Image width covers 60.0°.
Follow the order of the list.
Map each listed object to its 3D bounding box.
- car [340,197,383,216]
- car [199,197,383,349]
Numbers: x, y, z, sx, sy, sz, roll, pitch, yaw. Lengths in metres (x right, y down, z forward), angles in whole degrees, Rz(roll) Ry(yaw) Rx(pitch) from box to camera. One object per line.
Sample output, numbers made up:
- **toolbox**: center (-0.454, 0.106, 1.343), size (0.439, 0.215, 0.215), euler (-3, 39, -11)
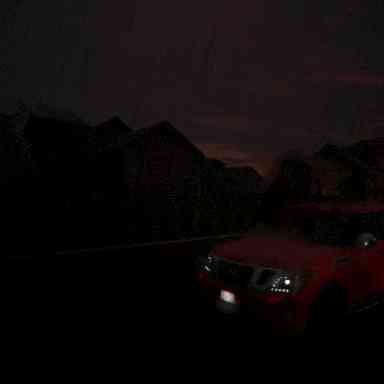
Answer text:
- **car**: center (14.848, 1.171, 28.425), size (1.845, 1.501, 3.633), euler (0, 0, -39)
- **car**: center (2.765, 1.220, 6.641), size (5.566, 2.045, 2.150), euler (0, 0, -36)
